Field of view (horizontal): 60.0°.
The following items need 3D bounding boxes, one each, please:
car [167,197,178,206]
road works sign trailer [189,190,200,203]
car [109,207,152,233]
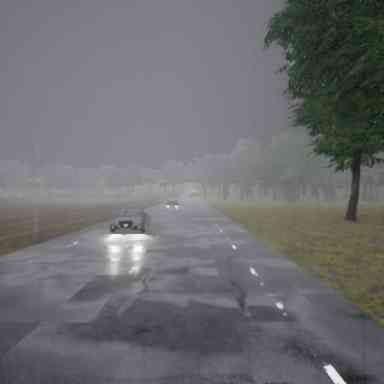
[{"bbox_3d":[-3.546,1.739,61.390,1.882,1.535,5.008,0,0,1],"label":"car"},{"bbox_3d":[0.567,0.634,75.810,2.380,2.880,3.560,-6,27,-3],"label":"road works sign trailer"},{"bbox_3d":[-3.602,1.625,20.127,1.994,1.385,4.181,0,0,0],"label":"car"}]
